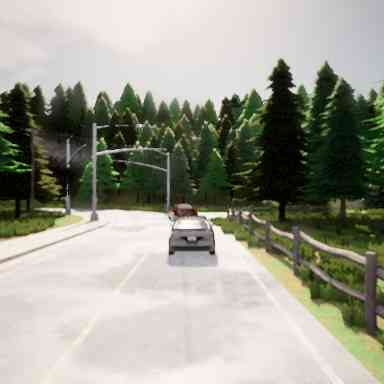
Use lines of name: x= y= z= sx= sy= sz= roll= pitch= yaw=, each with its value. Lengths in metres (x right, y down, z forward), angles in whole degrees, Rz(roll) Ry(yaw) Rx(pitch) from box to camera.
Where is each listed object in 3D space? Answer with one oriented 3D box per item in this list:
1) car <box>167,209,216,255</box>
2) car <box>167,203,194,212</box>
car: x=-0.003 y=1.679 z=13.982 sx=2.033 sy=1.411 sz=5.357 roll=0 pitch=-1 yaw=0
car: x=-0.958 y=1.757 z=29.764 sx=1.882 sy=1.535 sz=5.008 roll=0 pitch=0 yaw=-14
